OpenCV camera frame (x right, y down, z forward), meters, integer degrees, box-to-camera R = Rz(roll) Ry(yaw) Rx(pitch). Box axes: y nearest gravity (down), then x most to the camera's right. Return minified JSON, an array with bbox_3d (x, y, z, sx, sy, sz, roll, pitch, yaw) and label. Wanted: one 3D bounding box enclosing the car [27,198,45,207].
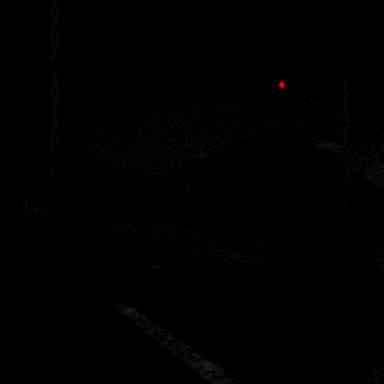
[{"bbox_3d":[-25.905,1.688,55.206,2.128,1.511,4.902,0,0,-38],"label":"car"}]
